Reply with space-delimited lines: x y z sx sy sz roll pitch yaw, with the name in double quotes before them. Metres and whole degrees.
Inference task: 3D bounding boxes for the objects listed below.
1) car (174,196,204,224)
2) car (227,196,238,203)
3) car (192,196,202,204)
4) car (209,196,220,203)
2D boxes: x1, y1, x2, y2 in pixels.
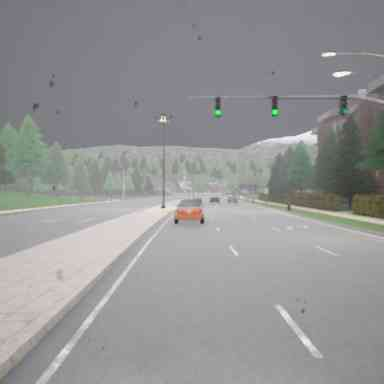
"car" -0.166 1.340 24.757 2.097 1.767 4.553 0 0 1
"car" 8.021 1.511 65.863 2.033 1.411 5.357 0 0 2
"car" 1.014 1.493 65.744 1.812 1.442 4.674 0 0 2
"car" 4.523 1.443 65.973 1.882 1.535 5.008 0 0 2
